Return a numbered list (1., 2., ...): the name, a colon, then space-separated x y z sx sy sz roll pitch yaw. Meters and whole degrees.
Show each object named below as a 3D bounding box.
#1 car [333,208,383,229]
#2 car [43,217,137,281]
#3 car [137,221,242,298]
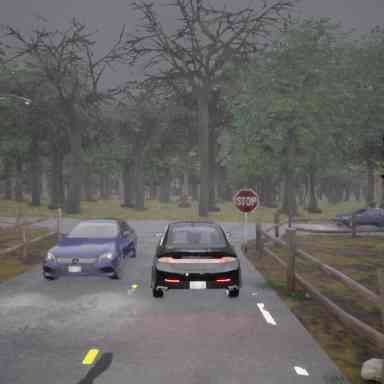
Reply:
1. car: 12.613 1.859 23.914 4.674 1.442 1.812 1 0 -2
2. car: -2.757 1.526 10.043 1.812 1.442 4.674 0 0 -1
3. car: 0.035 1.492 8.520 2.128 1.511 4.902 0 0 -2
